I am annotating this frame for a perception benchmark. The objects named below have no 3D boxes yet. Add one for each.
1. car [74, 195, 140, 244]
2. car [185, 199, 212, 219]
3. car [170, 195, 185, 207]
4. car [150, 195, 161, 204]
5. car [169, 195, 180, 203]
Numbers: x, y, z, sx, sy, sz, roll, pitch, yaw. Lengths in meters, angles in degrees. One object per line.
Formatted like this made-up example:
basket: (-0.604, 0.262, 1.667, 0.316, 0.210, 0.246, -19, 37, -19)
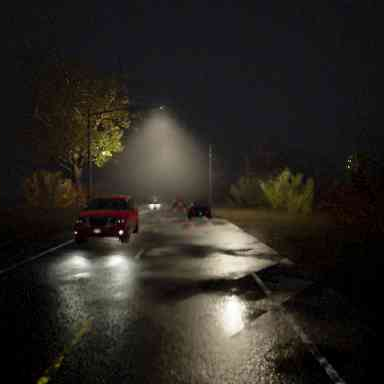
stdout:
car: (-3.854, 1.190, 16.019, 2.150, 2.045, 5.566, 0, 0, -2)
car: (0.564, 1.457, 27.747, 1.812, 1.442, 4.674, 0, 0, -3)
car: (-1.804, 1.379, 47.026, 1.812, 1.442, 4.674, 0, 0, -4)
car: (-6.366, 1.296, 58.112, 2.128, 1.511, 4.902, 0, 0, -5)
car: (-3.367, 1.276, 64.370, 1.837, 1.490, 4.892, 0, 0, -6)
